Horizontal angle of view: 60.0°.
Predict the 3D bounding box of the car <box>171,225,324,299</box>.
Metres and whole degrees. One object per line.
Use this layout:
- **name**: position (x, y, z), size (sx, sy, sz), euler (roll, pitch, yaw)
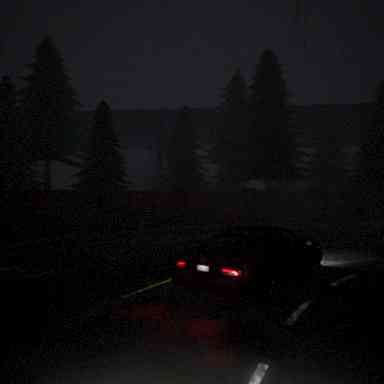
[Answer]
- **car**: position (1.771, 1.598, 8.714), size (2.033, 1.411, 5.357), euler (-1, -1, 38)
